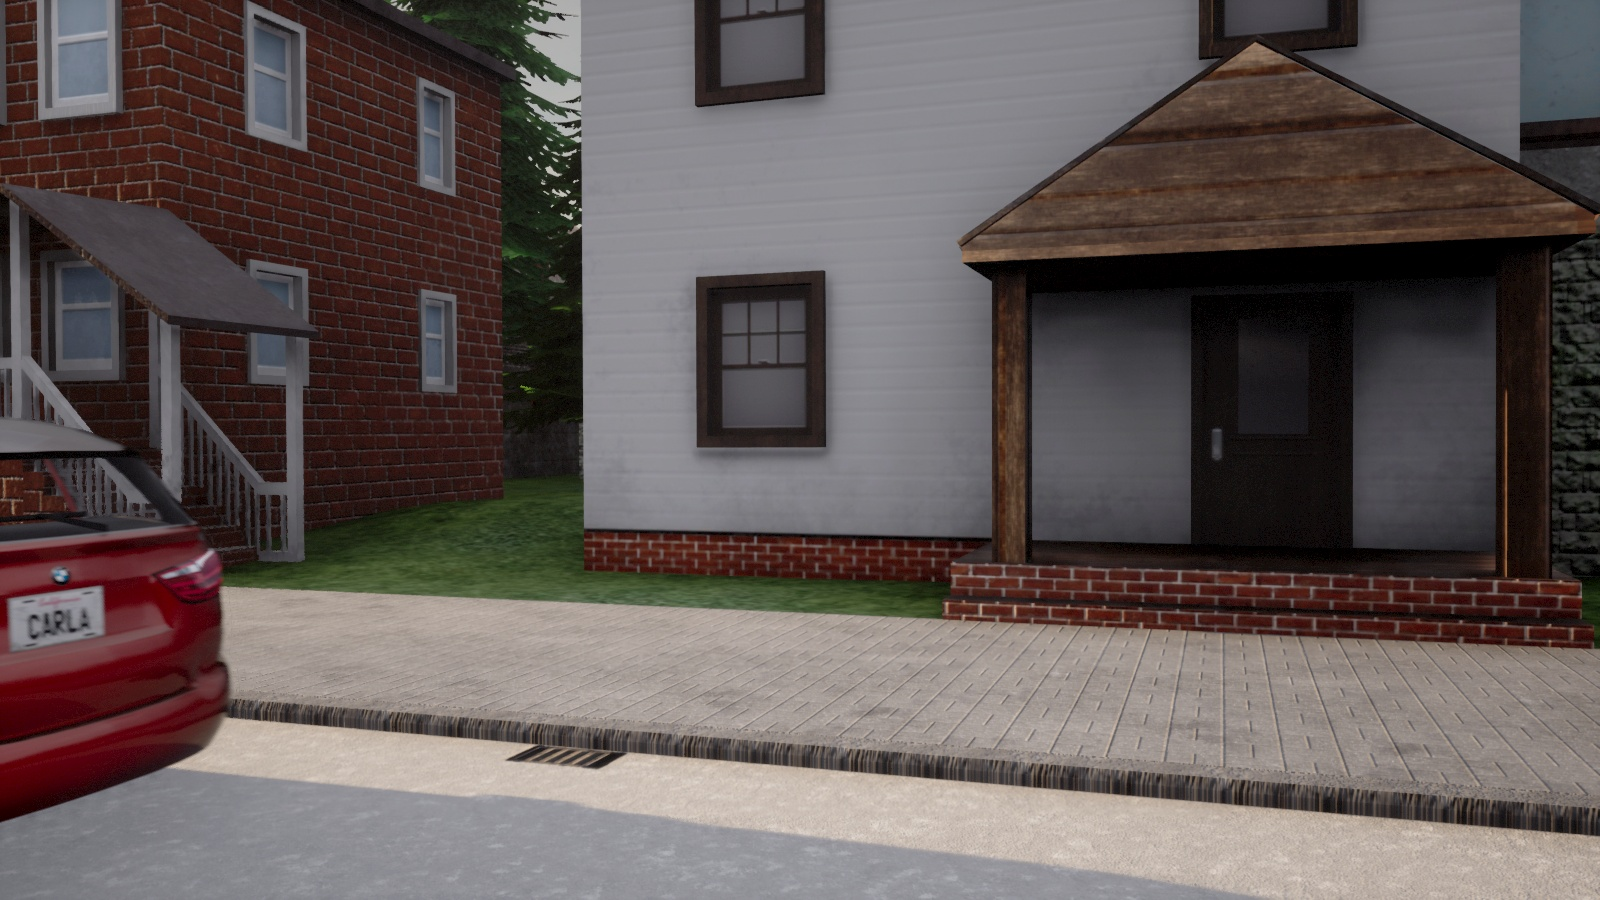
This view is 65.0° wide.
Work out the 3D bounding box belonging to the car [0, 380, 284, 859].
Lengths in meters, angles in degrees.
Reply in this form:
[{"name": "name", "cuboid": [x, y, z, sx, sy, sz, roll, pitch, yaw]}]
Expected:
[{"name": "car", "cuboid": [-4.881, 0.567, 5.360, 4.611, 1.667, 2.242, 1, 1, 19]}]
